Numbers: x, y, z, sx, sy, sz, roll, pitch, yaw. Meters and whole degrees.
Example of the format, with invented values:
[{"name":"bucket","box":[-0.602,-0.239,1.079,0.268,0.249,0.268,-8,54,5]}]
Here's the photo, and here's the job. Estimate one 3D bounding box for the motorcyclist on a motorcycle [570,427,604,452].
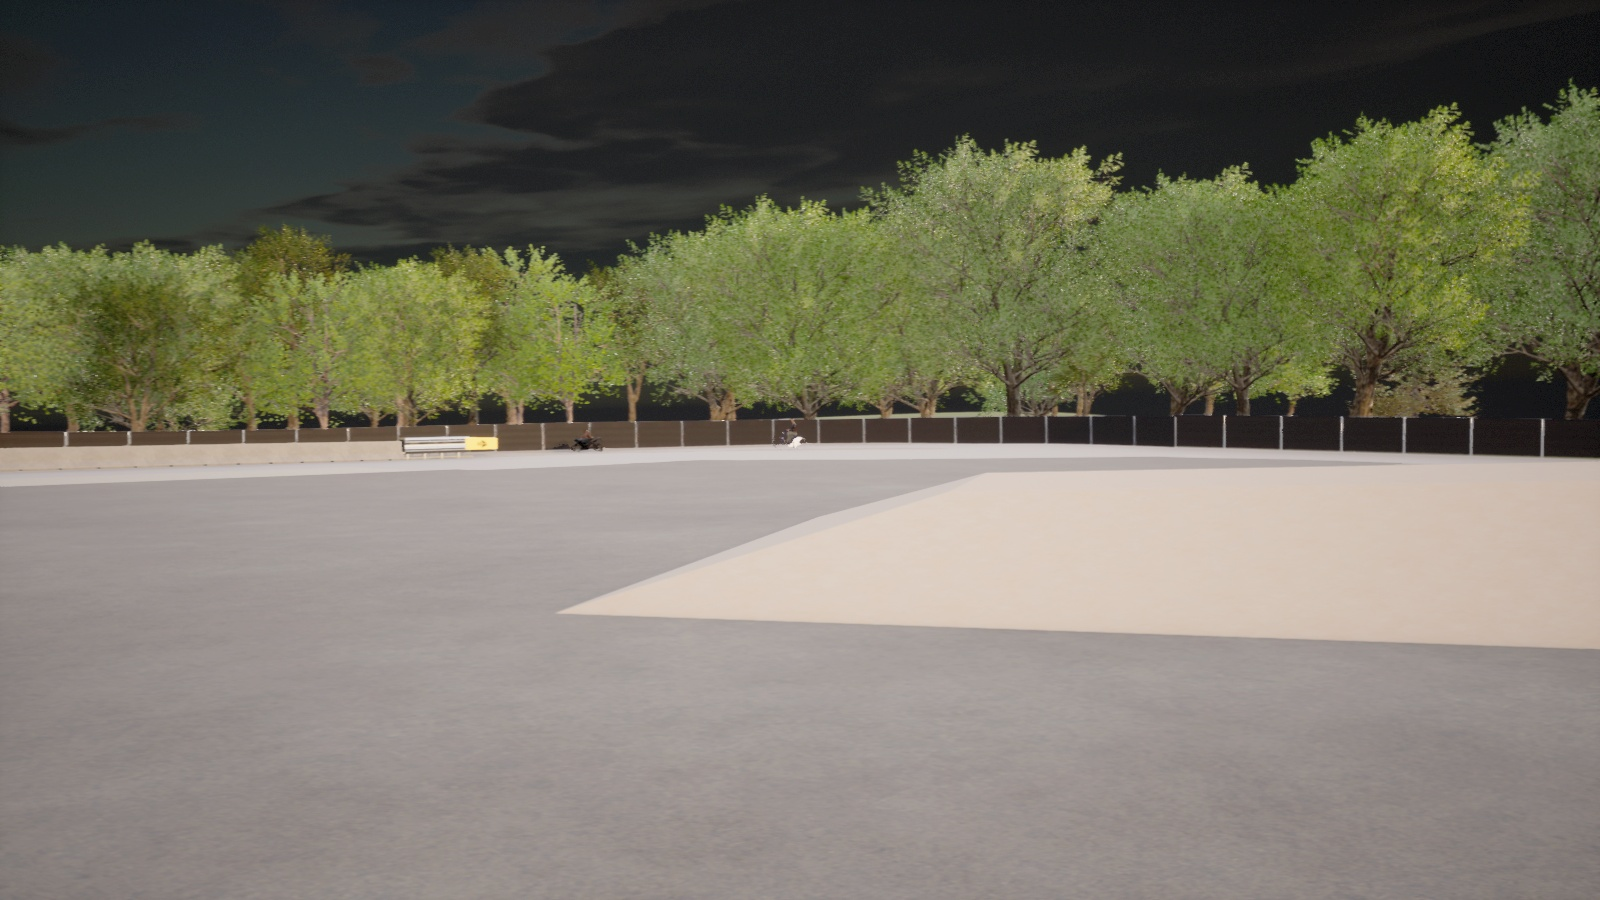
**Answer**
[{"name":"motorcyclist on a motorcycle","box":[-13.532,-0.688,79.800,2.044,1.523,0.797,-1,3,-15]}]
